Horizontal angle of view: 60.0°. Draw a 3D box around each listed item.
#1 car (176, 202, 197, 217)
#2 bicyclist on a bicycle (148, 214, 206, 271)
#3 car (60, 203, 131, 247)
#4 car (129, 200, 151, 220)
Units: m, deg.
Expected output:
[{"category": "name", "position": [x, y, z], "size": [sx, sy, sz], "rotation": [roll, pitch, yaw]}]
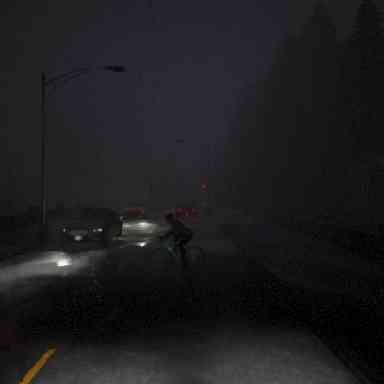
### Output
[{"category": "car", "position": [-0.500, 1.600, 30.971], "size": [1.895, 1.301, 4.718], "rotation": [0, 0, -1]}, {"category": "bicyclist on a bicycle", "position": [-0.450, 1.444, 9.458], "size": [1.656, 1.620, 0.582], "rotation": [-2, 0, -1]}, {"category": "car", "position": [-4.378, 1.492, 15.119], "size": [2.128, 1.511, 4.902], "rotation": [0, 0, -1]}, {"category": "car", "position": [-4.615, 1.477, 27.945], "size": [1.882, 1.535, 5.008], "rotation": [0, 0, -1]}]
